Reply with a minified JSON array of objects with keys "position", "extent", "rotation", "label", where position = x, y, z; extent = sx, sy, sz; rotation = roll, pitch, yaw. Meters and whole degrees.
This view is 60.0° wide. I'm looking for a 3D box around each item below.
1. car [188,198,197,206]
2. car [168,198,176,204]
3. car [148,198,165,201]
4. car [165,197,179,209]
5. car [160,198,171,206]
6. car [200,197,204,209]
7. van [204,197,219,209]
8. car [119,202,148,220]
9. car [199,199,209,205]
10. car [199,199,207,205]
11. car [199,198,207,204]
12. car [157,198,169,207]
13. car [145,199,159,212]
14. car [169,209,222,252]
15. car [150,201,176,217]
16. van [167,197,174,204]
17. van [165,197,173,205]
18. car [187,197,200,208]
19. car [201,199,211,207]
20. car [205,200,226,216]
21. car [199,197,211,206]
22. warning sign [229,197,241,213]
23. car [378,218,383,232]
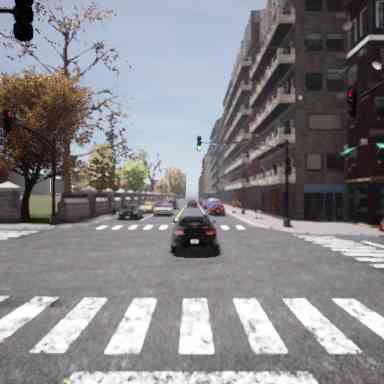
[{"position":[0.053,2.098,70.440],"extent":[1.812,1.442,4.674],"rotation":[0,-1,0],"label":"car"},{"position":[-5.620,2.502,93.237],"extent":[2.008,1.369,4.403],"rotation":[0,-1,0],"label":"car"},{"position":[-5.652,1.778,48.202],"extent":[2.192,1.841,5.009],"rotation":[0,-1,0],"label":"car"},{"position":[-3.029,2.016,52.765],"extent":[1.837,1.490,4.892],"rotation":[0,-1,0],"label":"car"},{"position":[-5.636,2.140,70.720],"extent":[1.967,1.590,4.097],"rotation":[0,-1,0],"label":"car"},{"position":[2.732,1.961,53.825],"extent":[1.967,1.590,4.097],"rotation":[0,-1,0],"label":"car"},{"position":[2.725,1.746,42.566],"extent":[1.690,1.788,3.998],"rotation":[0,-1,0],"label":"van"},{"position":[-5.664,1.861,31.309],"extent":[1.947,1.339,4.313],"rotation":[0,-1,0],"label":"car"},{"position":[2.748,2.311,76.343],"extent":[2.008,1.369,4.403],"rotation":[0,-1,0],"label":"car"},{"position":[2.752,2.367,81.973],"extent":[1.887,1.381,4.507],"rotation":[0,-1,0],"label":"car"},{"position":[2.756,2.326,87.603],"extent":[1.967,1.590,4.097],"rotation":[0,-1,0],"label":"car"},{"position":[-5.640,2.080,65.091],"extent":[1.967,1.590,4.097],"rotation":[0,-1,0],"label":"car"},{"position":[-5.656,1.930,42.401],"extent":[1.752,1.417,4.829],"rotation":[0,-1,0],"label":"car"},{"position":[0.108,1.659,14.384],"extent":[1.812,1.442,4.674],"rotation":[0,-1,0],"label":"car"},{"position":[-3.070,1.941,36.008],"extent":[1.895,1.301,4.718],"rotation":[0,-1,0],"label":"car"},{"position":[-5.624,2.228,87.610],"extent":[1.690,1.788,3.998],"rotation":[0,-1,0],"label":"van"},{"position":[-5.628,2.164,81.981],"extent":[1.690,1.788,3.998],"rotation":[0,-1,0],"label":"van"},{"position":[0.044,2.094,60.402],"extent":[1.837,1.490,4.892],"rotation":[0,-1,0],"label":"car"},{"position":[2.740,2.184,65.083],"extent":[1.887,1.381,4.507],"rotation":[0,-1,0],"label":"car"},{"position":[2.720,1.894,36.933],"extent":[1.887,1.381,4.507],"rotation":[0,-1,0],"label":"car"},{"position":[2.745,2.014,70.715],"extent":[2.192,1.841,5.009],"rotation":[0,-1,0],"label":"car"},{"position":[5.094,1.490,39.579],"extent":[1.300,1.860,1.060],"rotation":[0,-1,0],"label":"warning sign"},{"position":[13.480,1.773,18.974],"extent":[5.009,1.841,2.192],"rotation":[1,-2,0],"label":"car"}]
